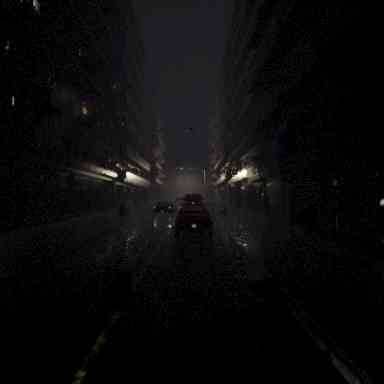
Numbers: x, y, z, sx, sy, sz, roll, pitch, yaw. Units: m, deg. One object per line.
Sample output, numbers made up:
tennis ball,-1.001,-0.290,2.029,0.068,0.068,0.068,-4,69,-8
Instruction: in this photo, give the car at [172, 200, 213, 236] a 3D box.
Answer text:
car,0.095,1.463,18.437,1.882,1.535,5.008,0,0,0

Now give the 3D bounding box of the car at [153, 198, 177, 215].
car,-2.853,1.560,33.946,1.895,1.301,4.718,0,0,0

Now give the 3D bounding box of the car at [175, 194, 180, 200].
car,-2.763,1.254,75.473,1.882,1.535,5.008,0,0,0

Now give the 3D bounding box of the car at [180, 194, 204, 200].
car,0.094,1.178,35.640,2.150,2.045,5.566,0,0,0
